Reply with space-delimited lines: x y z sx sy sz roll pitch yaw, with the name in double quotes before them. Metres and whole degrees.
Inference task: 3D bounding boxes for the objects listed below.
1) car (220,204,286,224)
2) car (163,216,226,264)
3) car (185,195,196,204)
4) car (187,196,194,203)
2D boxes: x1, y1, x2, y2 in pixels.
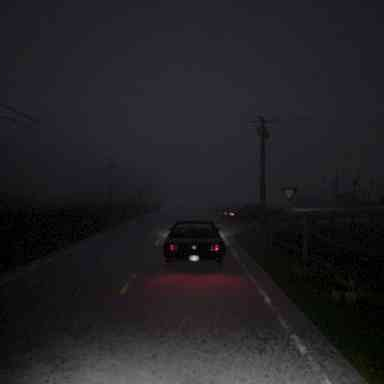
"car" 4.814 1.619 25.894 5.357 1.411 2.033 -1 -1 -25
"car" 0.080 1.669 12.006 1.895 1.301 4.718 0 0 0
"car" -0.271 1.616 71.774 2.150 2.045 5.566 0 0 -1
"car" -0.380 1.799 82.301 1.837 1.490 4.892 0 0 -1
